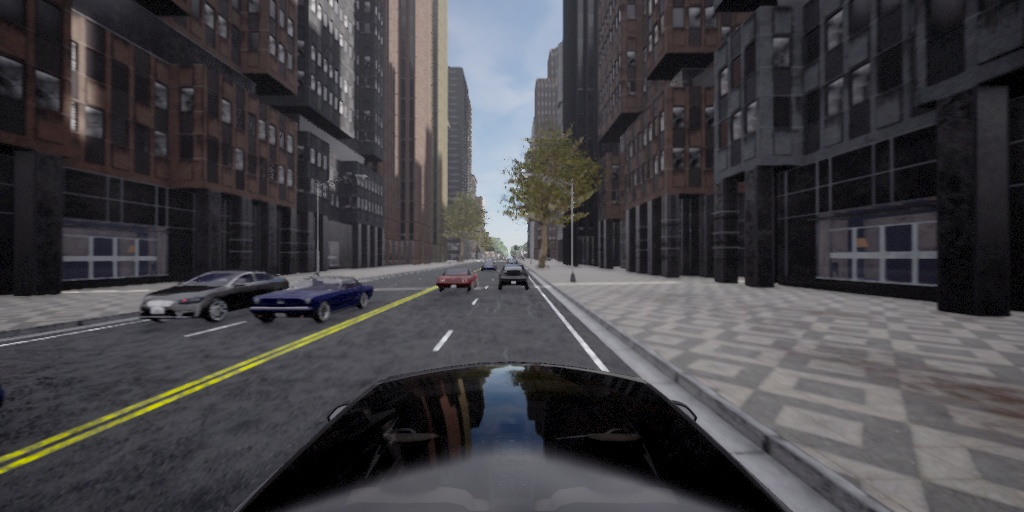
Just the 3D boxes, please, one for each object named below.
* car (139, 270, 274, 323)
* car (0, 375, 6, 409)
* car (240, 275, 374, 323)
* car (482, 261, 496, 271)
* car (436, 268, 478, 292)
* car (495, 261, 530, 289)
[{"bbox_3d":[-9.752,1.248,12.314,2.128,1.511,4.902,0,0,0],"label":"car"},{"bbox_3d":[-6.579,1.101,1.847,2.097,1.767,4.553,0,0,0],"label":"car"},{"bbox_3d":[-6.502,1.357,12.284,1.895,1.301,4.718,0,0,0],"label":"car"},{"bbox_3d":[-3.157,1.339,50.218,1.994,1.385,4.181,0,0,0],"label":"car"},{"bbox_3d":[-3.156,1.363,21.597,1.895,1.301,4.718,0,0,0],"label":"car"},{"bbox_3d":[0.094,1.270,23.241,1.837,1.490,4.892,0,0,0],"label":"car"}]
